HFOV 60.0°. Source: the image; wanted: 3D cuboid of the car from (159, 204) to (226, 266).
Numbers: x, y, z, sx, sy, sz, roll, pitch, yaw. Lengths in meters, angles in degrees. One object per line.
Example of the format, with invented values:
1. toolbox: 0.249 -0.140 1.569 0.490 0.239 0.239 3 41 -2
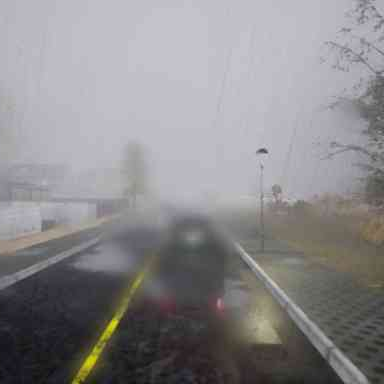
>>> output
1. car: 0.043 1.494 12.249 2.097 1.767 4.553 0 -1 1

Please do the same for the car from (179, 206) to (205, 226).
1. car: 0.040 1.880 27.269 1.994 1.385 4.181 0 -1 1

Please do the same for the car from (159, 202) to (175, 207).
1. car: -2.805 1.939 39.952 1.882 1.535 5.008 0 -1 0
